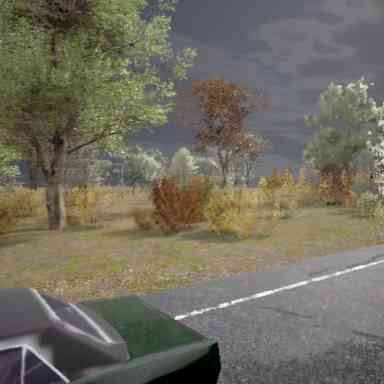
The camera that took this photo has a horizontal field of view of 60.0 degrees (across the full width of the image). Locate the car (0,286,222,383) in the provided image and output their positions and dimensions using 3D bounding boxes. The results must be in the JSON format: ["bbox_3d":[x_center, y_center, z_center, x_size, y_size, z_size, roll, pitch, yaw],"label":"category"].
[{"bbox_3d":[-2.132,1.606,2.473,4.718,1.301,1.895,-1,1,-35],"label":"car"}]
